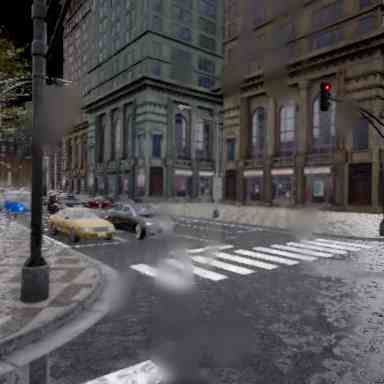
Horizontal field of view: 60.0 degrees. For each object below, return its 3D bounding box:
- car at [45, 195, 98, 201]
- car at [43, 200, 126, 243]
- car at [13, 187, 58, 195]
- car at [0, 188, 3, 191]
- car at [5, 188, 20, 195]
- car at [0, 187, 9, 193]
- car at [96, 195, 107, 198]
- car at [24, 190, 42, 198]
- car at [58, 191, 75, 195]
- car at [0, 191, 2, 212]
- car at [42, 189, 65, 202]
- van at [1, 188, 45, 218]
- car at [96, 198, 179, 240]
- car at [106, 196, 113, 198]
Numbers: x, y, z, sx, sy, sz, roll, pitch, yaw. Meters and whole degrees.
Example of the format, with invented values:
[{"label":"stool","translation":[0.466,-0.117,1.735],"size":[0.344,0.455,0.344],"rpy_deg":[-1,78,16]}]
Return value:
[{"label":"car","translation":[-8.704,1.147,23.758],"size":[1.994,1.385,4.181],"rpy_deg":[1,1,-39]},{"label":"car","translation":[-4.997,1.284,14.858],"size":[1.752,1.417,4.829],"rpy_deg":[2,0,-39]},{"label":"car","translation":[-14.986,0.561,31.644],"size":[2.150,2.045,5.566],"rpy_deg":[1,1,-39]},{"label":"car","translation":[-21.353,0.600,39.683],"size":[1.812,1.442,4.674],"rpy_deg":[1,1,-38]},{"label":"car","translation":[-36.989,-0.153,68.603],"size":[1.887,1.381,4.507],"rpy_deg":[2,0,-39]},{"label":"car","translation":[-43.998,-0.401,77.380],"size":[1.802,1.307,4.206],"rpy_deg":[2,0,-39]},{"label":"car","translation":[-8.960,1.012,33.490],"size":[1.887,1.381,4.507],"rpy_deg":[2,0,-39]},{"label":"car","translation":[-26.480,0.319,55.437],"size":[1.802,1.307,4.206],"rpy_deg":[2,0,-39]},{"label":"car","translation":[-15.969,0.730,42.271],"size":[2.008,1.369,4.403],"rpy_deg":[2,0,-39]},{"label":"car","translation":[-15.617,0.916,28.164],"size":[2.008,1.369,4.403],"rpy_deg":[2,0,-39]},{"label":"car","translation":[-19.469,0.471,46.660],"size":[1.967,1.590,4.097],"rpy_deg":[2,0,-39]},{"label":"van","translation":[-12.107,0.843,23.773],"size":[1.690,1.788,3.998],"rpy_deg":[2,0,-39]},{"label":"car","translation":[-2.518,1.296,16.000],"size":[2.128,1.511,4.902],"rpy_deg":[1,1,-38]},{"label":"car","translation":[-5.458,1.169,29.101],"size":[1.947,1.339,4.313],"rpy_deg":[2,0,-39]}]
